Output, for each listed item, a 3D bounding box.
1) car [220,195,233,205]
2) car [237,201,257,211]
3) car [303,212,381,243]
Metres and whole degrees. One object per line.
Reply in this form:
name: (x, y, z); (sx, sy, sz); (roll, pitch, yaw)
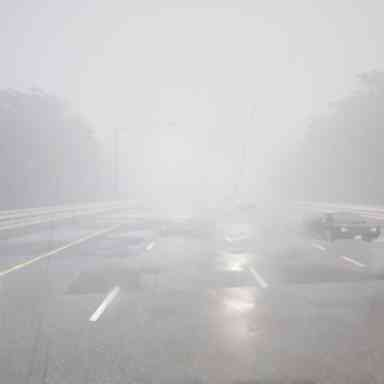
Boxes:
car: (7.244, 1.661, 69.829); (2.150, 2.045, 5.566); (0, 0, 0)
car: (7.089, 1.824, 43.475); (1.895, 1.301, 4.718); (0, 0, 0)
car: (7.009, 1.638, 16.240); (1.895, 1.301, 4.718); (0, 0, 0)
